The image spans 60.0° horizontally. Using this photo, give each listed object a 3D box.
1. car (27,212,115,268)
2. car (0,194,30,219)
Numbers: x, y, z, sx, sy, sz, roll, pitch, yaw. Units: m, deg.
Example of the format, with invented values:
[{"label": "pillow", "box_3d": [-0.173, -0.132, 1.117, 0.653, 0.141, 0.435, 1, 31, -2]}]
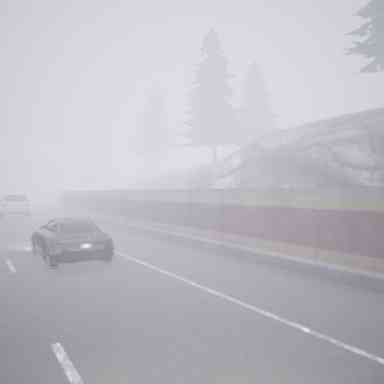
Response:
[{"label": "car", "box_3d": [-4.212, 1.555, 11.459, 1.994, 1.385, 4.181, 0, 0, -33]}, {"label": "car", "box_3d": [-15.628, 1.196, 29.440, 2.150, 2.045, 5.566, 0, 0, -29]}]
